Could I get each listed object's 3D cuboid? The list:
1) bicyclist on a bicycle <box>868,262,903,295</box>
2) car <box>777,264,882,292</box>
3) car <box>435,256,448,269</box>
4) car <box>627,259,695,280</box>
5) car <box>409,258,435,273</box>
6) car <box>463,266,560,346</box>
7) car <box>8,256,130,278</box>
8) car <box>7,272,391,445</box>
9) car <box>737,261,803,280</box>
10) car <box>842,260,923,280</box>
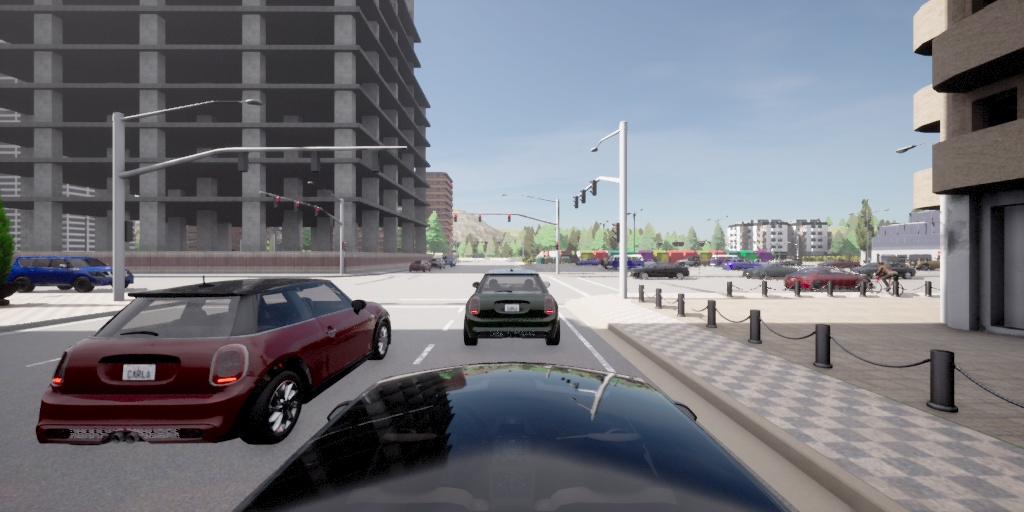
[{"bbox_3d":[18.064,1.105,17.374,0.582,1.620,1.656,0,0,0],"label":"bicyclist on a bicycle"},{"bbox_3d":[18.611,1.368,21.161,4.181,1.385,1.994,0,0,0],"label":"car"},{"bbox_3d":[-11.487,1.099,54.499,2.097,1.767,4.553,0,0,-1],"label":"car"},{"bbox_3d":[13.028,1.281,31.819,5.008,1.535,1.882,0,0,0],"label":"car"},{"bbox_3d":[-11.382,1.225,44.741,1.882,1.535,5.008,0,0,0],"label":"car"},{"bbox_3d":[-0.023,1.102,9.598,2.097,1.767,4.553,0,0,-1],"label":"car"},{"bbox_3d":[-25.524,1.026,20.823,5.566,2.045,2.150,0,0,0],"label":"car"},{"bbox_3d":[-3.484,1.102,5.463,2.097,1.767,4.553,0,0,0],"label":"car"},{"bbox_3d":[22.942,1.367,31.889,4.181,1.385,1.994,0,0,0],"label":"car"},{"bbox_3d":[32.910,1.308,31.960,4.892,1.490,1.837,0,0,0],"label":"car"}]
